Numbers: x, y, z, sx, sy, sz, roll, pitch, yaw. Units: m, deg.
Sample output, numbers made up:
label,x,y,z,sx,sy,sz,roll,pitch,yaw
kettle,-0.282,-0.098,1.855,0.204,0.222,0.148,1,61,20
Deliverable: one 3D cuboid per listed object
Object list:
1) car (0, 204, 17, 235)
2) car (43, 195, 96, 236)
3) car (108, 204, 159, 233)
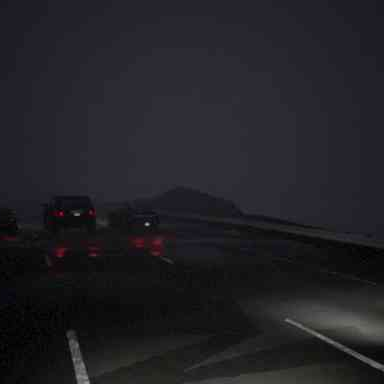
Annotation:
label,x,y,z,sx,sy,sz,roll,pitch,yaw
car,-10.761,1.549,18.248,1.994,1.385,4.181,0,0,-30
car,-7.051,1.210,18.884,2.150,2.045,5.566,0,0,-30
car,-3.577,1.483,19.801,2.128,1.511,4.902,0,0,-29
